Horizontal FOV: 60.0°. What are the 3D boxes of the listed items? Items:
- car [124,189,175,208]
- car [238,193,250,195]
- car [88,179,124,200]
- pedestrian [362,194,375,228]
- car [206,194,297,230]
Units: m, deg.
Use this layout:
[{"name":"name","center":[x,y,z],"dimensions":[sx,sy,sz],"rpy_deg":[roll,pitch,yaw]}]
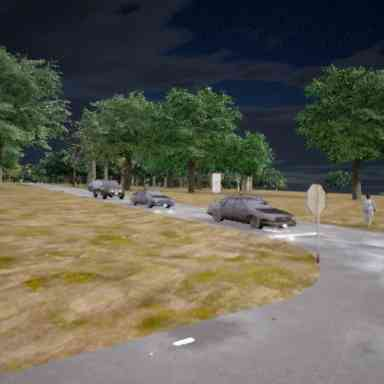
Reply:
[{"name":"car","center":[-3.427,0.509,27.389],"dimensions":[2.033,1.411,5.357],"rpy_deg":[2,2,-33]},{"name":"car","center":[3.189,0.864,22.790],"dimensions":[1.837,1.490,4.892],"rpy_deg":[2,2,-31]},{"name":"car","center":[-9.230,-0.303,36.563],"dimensions":[2.150,2.045,5.566],"rpy_deg":[2,1,-32]},{"name":"pedestrian","center":[9.774,1.039,18.460],"dimensions":[0.375,1.860,0.375],"rpy_deg":[5,-3,-32]},{"name":"car","center":[2.862,1.031,17.382],"dimensions":[2.033,1.411,5.357],"rpy_deg":[2,2,-32]}]
